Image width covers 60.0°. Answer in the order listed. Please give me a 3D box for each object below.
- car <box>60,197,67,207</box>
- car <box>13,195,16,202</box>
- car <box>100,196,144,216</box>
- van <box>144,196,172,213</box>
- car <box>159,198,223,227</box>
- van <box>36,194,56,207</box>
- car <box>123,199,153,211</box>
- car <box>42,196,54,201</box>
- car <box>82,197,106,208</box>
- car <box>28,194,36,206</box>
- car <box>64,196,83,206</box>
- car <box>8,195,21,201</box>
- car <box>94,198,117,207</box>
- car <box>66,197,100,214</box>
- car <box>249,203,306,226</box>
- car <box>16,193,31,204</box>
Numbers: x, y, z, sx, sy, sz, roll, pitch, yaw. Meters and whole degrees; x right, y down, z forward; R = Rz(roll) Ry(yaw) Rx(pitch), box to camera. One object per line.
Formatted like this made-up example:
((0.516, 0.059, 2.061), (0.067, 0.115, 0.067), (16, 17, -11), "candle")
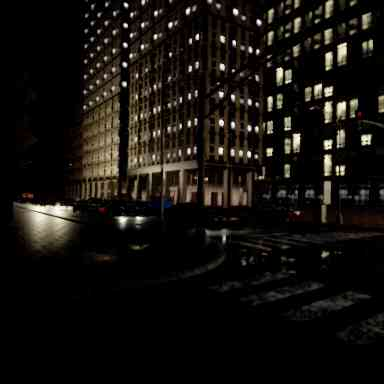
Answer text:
((-17.162, 1.463, 46.994), (2.033, 1.411, 5.357), (1, -1, -35), "car")
((-36.677, 1.401, 69.988), (1.947, 1.339, 4.313), (1, -1, -35), "car")
((-6.877, 1.414, 32.340), (1.882, 1.535, 5.008), (1, -1, -35), "car")
((-3.740, 1.389, 37.933), (1.690, 1.788, 3.998), (1, -1, -35), "van")
((0.037, 1.431, 22.556), (1.882, 1.535, 5.008), (1, -1, -35), "car")
((-20.366, 1.201, 46.931), (1.690, 1.788, 3.998), (1, -1, -35), "van")
((-7.005, 1.592, 42.543), (2.008, 1.369, 4.403), (1, -1, -35), "car")
((-36.360, 1.578, 84.048), (1.802, 1.307, 4.206), (1, -1, -35), "car")
((-14.162, 1.483, 48.097), (1.837, 1.490, 4.892), (1, -1, -35), "car")
((-23.631, 1.436, 51.540), (1.802, 1.307, 4.206), (1, -1, -35), "car")
((-20.150, 1.492, 56.471), (1.812, 1.442, 4.674), (1, -1, -35), "car")
((-39.938, 1.382, 74.599), (2.008, 1.369, 4.403), (1, -1, -35), "car")
((-13.529, 1.594, 51.766), (1.947, 1.339, 4.313), (1, -1, -35), "car")
((-10.585, 1.431, 33.093), (2.008, 1.369, 4.403), (2, -1, -35), "car")
((6.043, 1.512, 24.097), (1.967, 1.590, 4.097), (2, -1, -35), "car")
((-30.150, 1.159, 60.766), (2.192, 1.841, 5.009), (1, -1, -35), "car")
